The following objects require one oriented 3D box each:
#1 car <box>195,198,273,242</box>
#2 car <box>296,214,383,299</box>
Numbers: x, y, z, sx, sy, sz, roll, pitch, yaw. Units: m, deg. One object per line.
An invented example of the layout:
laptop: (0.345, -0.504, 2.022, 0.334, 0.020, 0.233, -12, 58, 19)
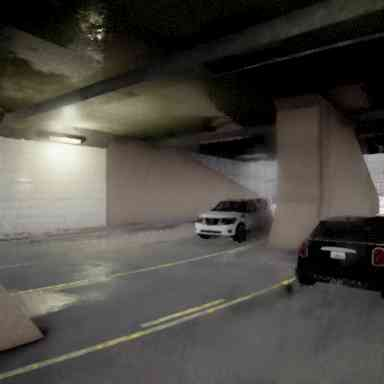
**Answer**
car: (2.410, 1.337, 17.509, 2.150, 2.045, 5.566, 0, 0, 35)
car: (4.560, 1.393, 8.813, 2.097, 1.767, 4.553, -1, -1, 41)
